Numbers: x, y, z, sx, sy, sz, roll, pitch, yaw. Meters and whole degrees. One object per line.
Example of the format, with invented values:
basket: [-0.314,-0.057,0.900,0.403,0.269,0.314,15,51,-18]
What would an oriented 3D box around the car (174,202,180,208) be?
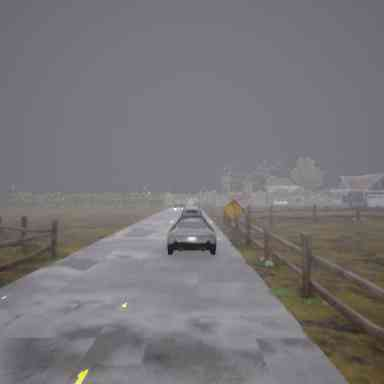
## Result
car: [-2.804,2.827,71.725,1.895,1.301,4.718,0,-1,0]

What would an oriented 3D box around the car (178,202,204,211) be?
car: [-0.016,1.887,29.305,1.837,1.490,4.892,0,0,0]

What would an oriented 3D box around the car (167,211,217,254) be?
car: [-0.005,1.723,14.282,1.994,1.385,4.181,0,-1,0]

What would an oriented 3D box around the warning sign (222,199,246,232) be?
warning sign: [2.437,1.344,19.425,1.300,1.860,1.060,0,-1,0]
